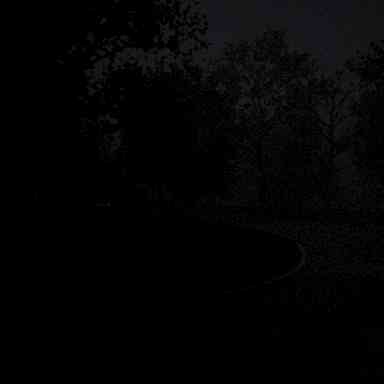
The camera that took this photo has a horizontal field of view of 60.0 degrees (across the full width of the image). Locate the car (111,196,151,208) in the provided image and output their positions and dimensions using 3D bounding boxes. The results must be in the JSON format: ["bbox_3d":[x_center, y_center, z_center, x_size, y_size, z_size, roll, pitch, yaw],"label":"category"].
[{"bbox_3d":[-6.782,0.888,36.573,5.008,1.535,1.882,1,-1,33],"label":"car"}]
